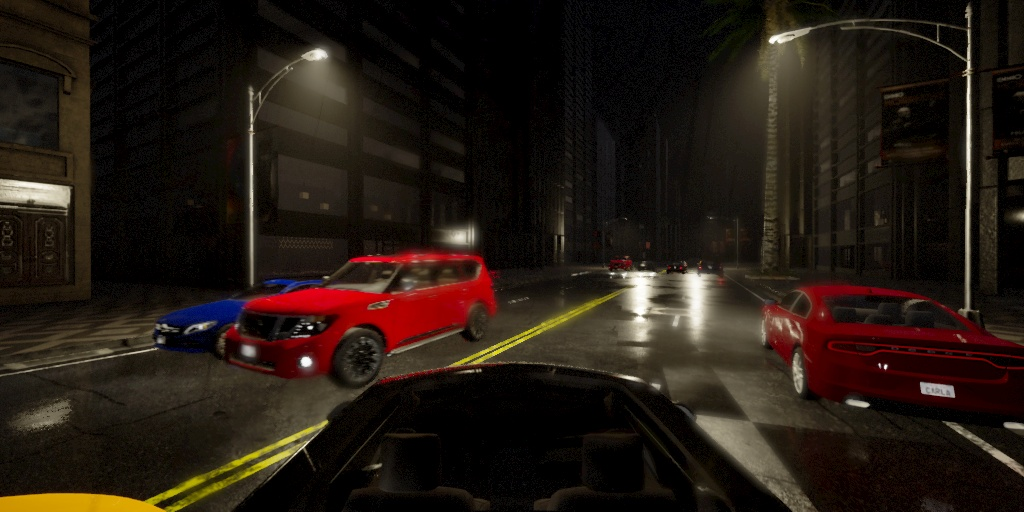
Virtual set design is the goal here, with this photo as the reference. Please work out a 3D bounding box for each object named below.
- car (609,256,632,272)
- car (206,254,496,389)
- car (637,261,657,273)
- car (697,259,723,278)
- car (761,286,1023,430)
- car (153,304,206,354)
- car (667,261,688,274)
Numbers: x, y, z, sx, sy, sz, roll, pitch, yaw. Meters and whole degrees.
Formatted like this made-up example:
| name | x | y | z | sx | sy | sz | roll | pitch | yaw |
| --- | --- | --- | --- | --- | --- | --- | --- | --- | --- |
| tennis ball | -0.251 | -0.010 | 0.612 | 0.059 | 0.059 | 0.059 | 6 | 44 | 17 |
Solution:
| name | x | y | z | sx | sy | sz | roll | pitch | yaw |
| --- | --- | --- | --- | --- | --- | --- | --- | --- | --- |
| car | 14.154 | 0.993 | 46.656 | 2.150 | 2.045 | 5.566 | 0 | 0 | 27 |
| car | -2.394 | 0.971 | 7.435 | 2.150 | 2.045 | 5.566 | 0 | 0 | 27 |
| car | 17.063 | 1.336 | 45.202 | 1.994 | 1.385 | 4.181 | 0 | 0 | 27 |
| car | 19.304 | 1.118 | 34.965 | 2.097 | 1.767 | 4.553 | 0 | 0 | 27 |
| car | 5.516 | 1.228 | 5.895 | 1.882 | 1.535 | 5.008 | 0 | 0 | 27 |
| car | -5.413 | 1.276 | 8.672 | 1.812 | 1.442 | 4.674 | 0 | 0 | 27 |
| car | 18.667 | 1.317 | 40.788 | 2.033 | 1.411 | 5.357 | 0 | 0 | 27 |
